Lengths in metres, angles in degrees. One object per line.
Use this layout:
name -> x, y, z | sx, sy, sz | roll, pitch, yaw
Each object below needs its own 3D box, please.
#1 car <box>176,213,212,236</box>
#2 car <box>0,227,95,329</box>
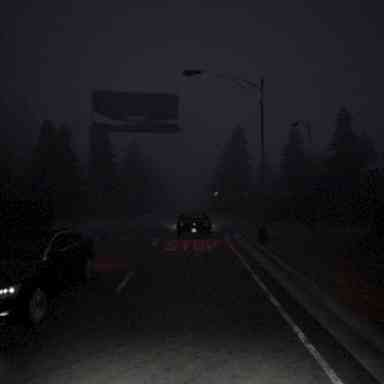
car -> 0.108, 1.872, 19.706 | 1.895, 1.301, 4.718 | 0, -3, 0
car -> -3.566, 1.569, 7.274 | 2.128, 1.511, 4.902 | 0, -1, 0
